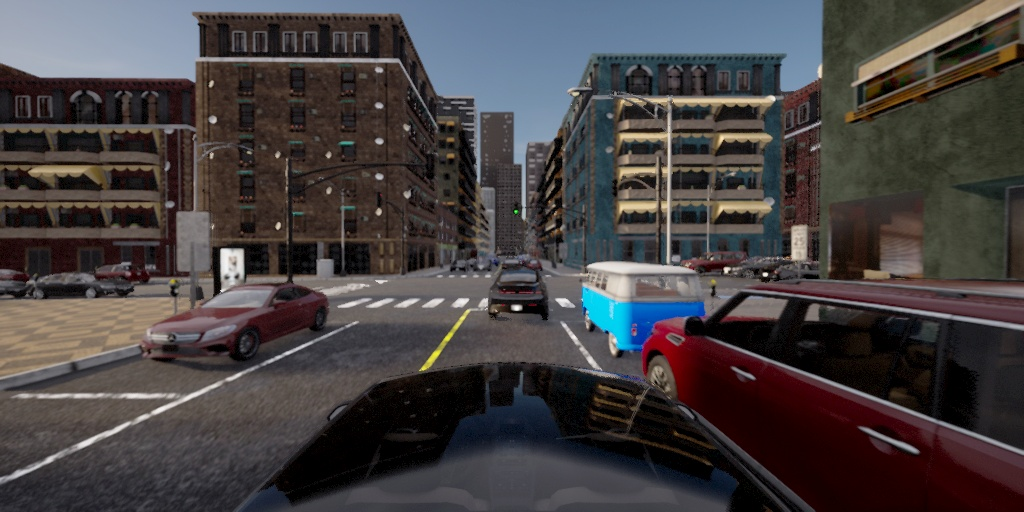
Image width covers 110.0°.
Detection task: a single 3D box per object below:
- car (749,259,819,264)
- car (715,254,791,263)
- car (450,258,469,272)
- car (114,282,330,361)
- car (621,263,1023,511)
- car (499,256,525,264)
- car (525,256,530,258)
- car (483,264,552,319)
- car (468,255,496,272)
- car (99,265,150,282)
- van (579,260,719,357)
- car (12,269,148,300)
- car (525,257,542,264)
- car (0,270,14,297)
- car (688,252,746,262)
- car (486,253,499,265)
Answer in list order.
[{"bbox_3d":[15.723,0.982,19.352,4.313,1.339,1.948,0,0,-1],"label":"car"},{"bbox_3d":[17.471,0.798,25.152,4.902,1.511,2.128,-1,1,-1],"label":"car"},{"bbox_3d":[-5.851,1.060,40.496,1.948,1.339,4.313,0,0,0],"label":"car"},{"bbox_3d":[-5.716,1.288,8.092,1.802,1.307,4.207,0,0,0],"label":"car"},{"bbox_3d":[2.688,1.059,2.598,2.192,1.841,5.009,0,0,0],"label":"car"},{"bbox_3d":[-0.034,1.011,34.496,1.882,1.535,5.008,0,0,0],"label":"car"},{"bbox_3d":[2.508,1.027,46.042,1.948,1.339,4.313,0,0,0],"label":"car"},{"bbox_3d":[0.313,1.182,12.450,1.837,1.490,4.892,0,0,4],"label":"car"},{"bbox_3d":[-3.247,0.986,40.026,2.128,1.511,4.902,0,1,0],"label":"car"},{"bbox_3d":[-30.365,1.399,27.343,4.097,1.591,1.967,0,0,-1],"label":"car"},{"bbox_3d":[2.665,1.048,8.125,1.690,1.789,3.998,0,0,0],"label":"van"},{"bbox_3d":[-22.462,1.520,18.793,4.403,1.370,2.007,0,0,-1],"label":"car"},{"bbox_3d":[2.531,1.078,40.519,1.802,1.307,4.207,0,0,0],"label":"car"},{"bbox_3d":[-28.031,1.601,18.730,4.403,1.370,2.007,0,0,-1],"label":"car"},{"bbox_3d":[15.667,0.610,27.731,5.009,1.841,2.192,0,0,-1],"label":"car"},{"bbox_3d":[-3.285,0.621,56.234,2.150,2.045,5.566,0,0,0],"label":"car"}]
